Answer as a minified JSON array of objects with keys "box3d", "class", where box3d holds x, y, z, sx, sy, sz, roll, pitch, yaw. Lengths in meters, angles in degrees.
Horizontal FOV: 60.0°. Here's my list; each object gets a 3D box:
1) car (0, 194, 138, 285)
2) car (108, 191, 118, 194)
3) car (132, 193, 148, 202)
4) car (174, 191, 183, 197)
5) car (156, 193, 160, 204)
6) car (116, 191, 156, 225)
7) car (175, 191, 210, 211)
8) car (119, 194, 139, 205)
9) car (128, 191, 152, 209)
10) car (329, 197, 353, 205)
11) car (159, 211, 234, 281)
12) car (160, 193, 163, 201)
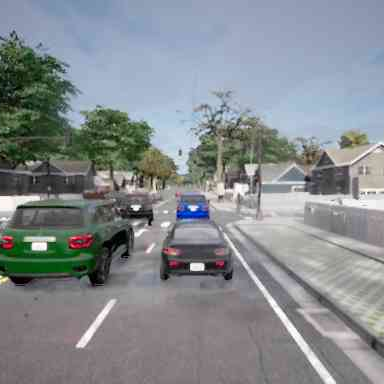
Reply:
[{"box3d":[-3.159,1.201,9.572,2.150,2.045,5.566,0,0,0],"class":"car"},{"box3d":[-9.830,0.939,42.635,2.150,2.045,5.566,0,1,0],"class":"car"},{"box3d":[-9.741,0.927,62.289,2.128,1.511,4.902,0,1,1],"class":"car"},{"box3d":[-3.216,0.528,82.178,1.994,1.385,4.181,0,1,0],"class":"car"},{"box3d":[-6.559,1.183,51.989,1.994,1.385,4.181,0,1,1],"class":"car"},{"box3d":[-3.930,1.135,22.939,2.150,2.045,5.566,0,0,-11],"class":"car"},{"box3d":[0.090,1.116,22.901,2.150,2.045,5.566,0,1,0],"class":"car"},{"box3d":[-9.813,1.105,52.314,2.128,1.511,4.902,0,1,0],"class":"car"},{"box3d":[-6.579,0.940,42.581,2.150,2.045,5.566,0,1,0],"class":"car"},{"box3d":[13.290,1.235,30.136,4.902,1.511,2.128,0,1,-2],"class":"car"},{"box3d":[0.098,1.504,9.688,1.812,1.442,4.674,0,0,0],"class":"car"},{"box3d":[-6.502,0.931,62.110,2.128,1.511,4.902,0,1,1],"class":"car"}]
